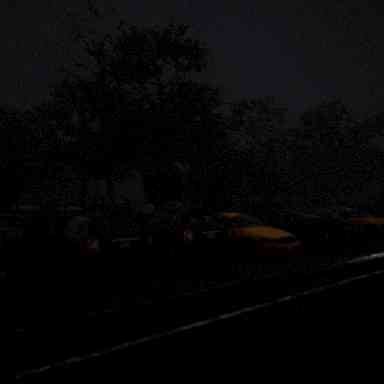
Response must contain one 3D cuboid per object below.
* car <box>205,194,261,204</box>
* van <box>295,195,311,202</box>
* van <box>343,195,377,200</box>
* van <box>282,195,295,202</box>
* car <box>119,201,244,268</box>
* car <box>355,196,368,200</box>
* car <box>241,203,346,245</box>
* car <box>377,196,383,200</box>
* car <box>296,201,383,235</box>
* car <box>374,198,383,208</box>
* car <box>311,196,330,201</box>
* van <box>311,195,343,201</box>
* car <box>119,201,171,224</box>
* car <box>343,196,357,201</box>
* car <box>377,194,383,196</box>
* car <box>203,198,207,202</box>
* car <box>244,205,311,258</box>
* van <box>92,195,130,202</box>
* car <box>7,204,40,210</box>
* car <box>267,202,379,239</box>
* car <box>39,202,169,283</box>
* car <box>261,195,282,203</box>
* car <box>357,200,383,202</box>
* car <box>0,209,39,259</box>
[{"bbox_3d":[3.168,1.245,30.471,2.435,2.045,5.566,0,0,-35],"label":"car"},{"bbox_3d":[9.858,1.281,35.403,1.878,1.987,4.442,0,0,-35],"label":"van"},{"bbox_3d":[21.041,1.336,43.351,1.878,1.987,4.442,1,0,-35],"label":"van"},{"bbox_3d":[7.735,1.278,33.608,1.878,1.987,4.442,0,0,-35],"label":"van"},{"bbox_3d":[-0.641,1.355,11.712,2.185,1.767,4.553,0,0,-35],"label":"car"},{"bbox_3d":[18.831,1.570,41.673,2.163,1.488,4.792,1,0,-35],"label":"car"},{"bbox_3d":[3.870,1.489,14.949,2.231,1.521,4.892,0,0,-35],"label":"car"},{"bbox_3d":[23.482,1.618,44.908,2.163,1.488,4.792,1,0,-35],"label":"car"},{"bbox_3d":[8.499,1.491,18.020,1.946,1.575,5.366,0,0,-35],"label":"car"},{"bbox_3d":[30.345,1.668,49.593,1.946,1.575,5.366,1,0,-35],"label":"car"},{"bbox_3d":[12.180,1.510,36.917,2.097,1.535,5.008,0,0,-35],"label":"car"},{"bbox_3d":[14.517,1.291,38.438,1.878,1.987,4.442,0,0,-36],"label":"van"},{"bbox_3d":[-3.726,1.526,25.608,2.002,1.452,4.674,0,0,-35],"label":"car"},{"bbox_3d":[16.680,1.555,40.144,2.163,1.488,4.792,0,0,-35],"label":"car"},{"bbox_3d":[25.708,1.365,46.560,2.435,2.045,5.566,1,0,-35],"label":"car"},{"bbox_3d":[-1.362,1.490,27.279,2.097,1.535,5.008,0,0,-35],"label":"car"},{"bbox_3d":[1.711,1.481,13.195,1.946,1.575,5.366,0,0,-35],"label":"car"},{"bbox_3d":[-6.050,1.257,24.096,1.878,1.987,4.442,0,0,-35],"label":"van"},{"bbox_3d":[-10.394,1.476,20.859,2.097,1.535,5.008,0,0,-35],"label":"car"},{"bbox_3d":[6.125,1.492,16.568,2.231,1.521,4.892,0,0,-35],"label":"car"},{"bbox_3d":[-2.904,1.352,10.104,2.185,1.767,4.553,0,0,-35],"label":"car"},{"bbox_3d":[5.426,1.249,32.076,2.435,2.045,5.566,0,0,-35],"label":"car"},{"bbox_3d":[12.935,1.531,21.364,2.163,1.488,4.792,0,0,-35],"label":"car"},{"bbox_3d":[-6.687,1.542,12.902,5.357,1.411,2.033,0,0,-35],"label":"car"}]
